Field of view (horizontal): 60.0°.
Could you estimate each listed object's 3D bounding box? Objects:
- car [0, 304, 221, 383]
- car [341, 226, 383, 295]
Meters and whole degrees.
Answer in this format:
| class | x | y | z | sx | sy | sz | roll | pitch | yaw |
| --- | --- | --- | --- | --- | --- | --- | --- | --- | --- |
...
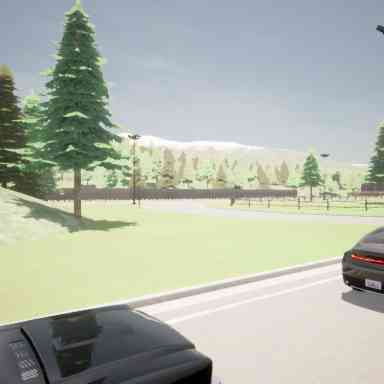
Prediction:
| class | x | y | z | sx | sy | sz | roll | pitch | yaw |
| --- | --- | --- | --- | --- | --- | --- | --- | --- | --- |
| car | -2.071 | 1.601 | 2.272 | 4.718 | 1.301 | 1.895 | 0 | 0 | -35 |
| car | 5.425 | 1.505 | 7.714 | 4.892 | 1.490 | 1.837 | 0 | 0 | -35 |
